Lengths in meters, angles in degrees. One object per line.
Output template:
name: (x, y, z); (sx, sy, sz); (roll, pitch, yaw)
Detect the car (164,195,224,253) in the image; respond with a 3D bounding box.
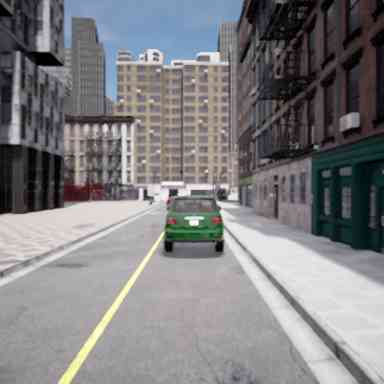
car: (0.088, 1.179, 13.767); (2.150, 2.045, 5.566); (0, -1, 0)

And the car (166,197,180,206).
car: (-3.046, 1.429, 53.157); (1.895, 1.301, 4.718); (0, 0, 0)

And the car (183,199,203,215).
car: (0.089, 1.411, 32.624); (1.837, 1.490, 4.892); (0, -1, 0)
